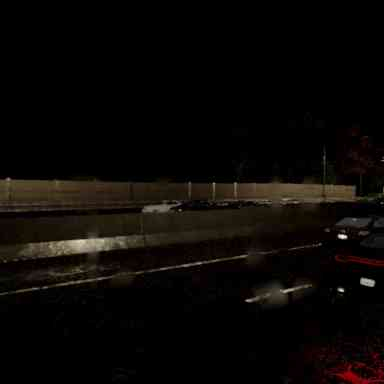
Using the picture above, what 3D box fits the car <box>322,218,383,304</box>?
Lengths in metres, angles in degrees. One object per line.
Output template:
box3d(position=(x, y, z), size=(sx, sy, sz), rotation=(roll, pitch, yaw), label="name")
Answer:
box3d(position=(5.186, 1.480, 7.445), size=(5.008, 1.535, 1.882), rotation=(0, 0, -36), label="car")

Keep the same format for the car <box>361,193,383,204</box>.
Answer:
box3d(position=(30.660, 1.273, 55.875), size=(5.566, 2.045, 2.150), rotation=(0, 0, -35), label="car")

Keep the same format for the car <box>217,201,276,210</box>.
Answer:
box3d(position=(4.706, 1.556, 24.551), size=(5.357, 1.411, 2.033), rotation=(0, 0, -36), label="car")

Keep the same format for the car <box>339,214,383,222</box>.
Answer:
box3d(position=(7.019, 1.569, 13.057), size=(4.181, 1.385, 1.994), rotation=(0, 0, -36), label="car")

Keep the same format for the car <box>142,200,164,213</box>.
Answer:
box3d(position=(-2.550, 1.533, 32.255), size=(4.674, 1.442, 1.812), rotation=(0, 0, -36), label="car")

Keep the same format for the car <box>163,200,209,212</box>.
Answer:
box3d(position=(0.208, 1.513, 29.938), size=(4.892, 1.490, 1.837), rotation=(0, 0, -35), label="car")

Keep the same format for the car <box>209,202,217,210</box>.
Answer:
box3d(position=(4.198, 1.515, 28.485), size=(4.892, 1.490, 1.837), rotation=(0, 0, -35), label="car")
